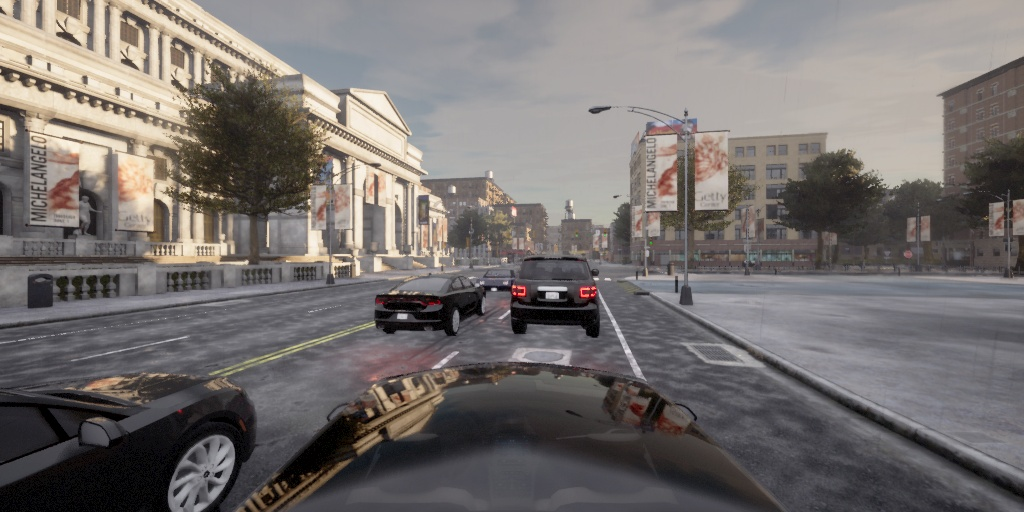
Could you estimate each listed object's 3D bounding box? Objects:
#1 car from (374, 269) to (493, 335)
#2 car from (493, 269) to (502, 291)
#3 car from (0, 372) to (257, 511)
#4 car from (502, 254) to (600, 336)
[{"bbox_3d":[-2.114,1.228,10.629,1.882,1.535,5.008,0,0,9],"label":"car"},{"bbox_3d":[-0.458,1.351,19.753,1.895,1.301,4.718,0,0,11],"label":"car"},{"bbox_3d":[-3.204,1.255,1.235,1.837,1.490,4.892,0,0,0],"label":"car"},{"bbox_3d":[1.374,0.971,10.617,2.150,2.045,5.566,0,0,10],"label":"car"}]
